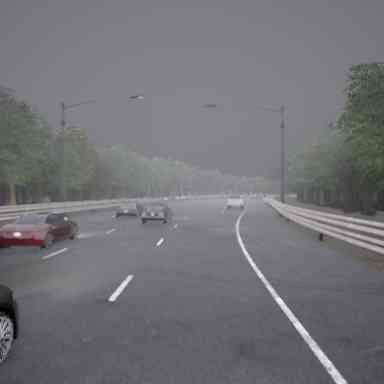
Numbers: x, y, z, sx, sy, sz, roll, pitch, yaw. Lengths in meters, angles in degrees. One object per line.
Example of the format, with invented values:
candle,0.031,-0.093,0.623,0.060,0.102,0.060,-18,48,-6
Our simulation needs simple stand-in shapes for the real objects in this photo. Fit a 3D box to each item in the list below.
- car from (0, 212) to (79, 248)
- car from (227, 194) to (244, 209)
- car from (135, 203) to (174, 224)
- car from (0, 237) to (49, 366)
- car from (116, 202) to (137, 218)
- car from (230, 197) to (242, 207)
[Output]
car,-6.571,1.586,14.657,1.994,1.385,4.181,0,0,2
car,6.119,1.341,46.908,2.150,2.045,5.566,0,0,9
car,-2.548,1.601,25.318,2.033,1.411,5.357,0,0,4
car,-3.353,1.492,2.748,2.128,1.511,4.902,0,0,0
car,-5.632,1.631,31.045,1.994,1.385,4.181,0,0,4
car,7.232,1.619,54.067,1.882,1.535,5.008,0,0,9
